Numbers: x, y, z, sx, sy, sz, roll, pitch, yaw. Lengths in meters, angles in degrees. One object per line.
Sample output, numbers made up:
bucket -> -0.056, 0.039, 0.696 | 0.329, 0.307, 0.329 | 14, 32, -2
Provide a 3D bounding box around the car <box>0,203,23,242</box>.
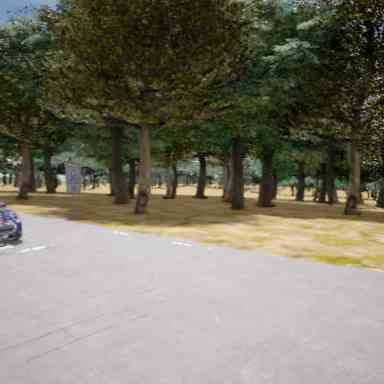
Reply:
car -> -7.902, 0.799, 11.783 | 4.553, 1.767, 2.097 | 3, 3, 39
